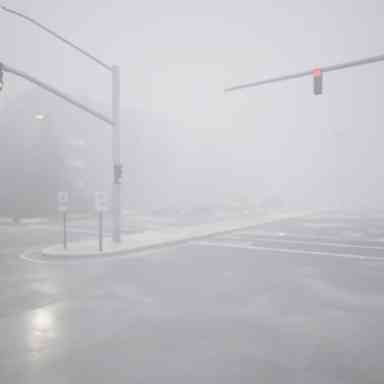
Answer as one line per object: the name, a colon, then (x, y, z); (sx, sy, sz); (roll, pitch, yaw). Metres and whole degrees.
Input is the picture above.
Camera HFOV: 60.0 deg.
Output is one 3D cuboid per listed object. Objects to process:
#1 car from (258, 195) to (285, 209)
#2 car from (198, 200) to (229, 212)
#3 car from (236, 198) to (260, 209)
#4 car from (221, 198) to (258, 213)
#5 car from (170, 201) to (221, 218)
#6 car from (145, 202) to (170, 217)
car: (11.878, 1.407, 49.126); (2.150, 2.045, 5.566); (-1, 0, 35)
car: (2.805, 1.783, 42.298); (1.994, 1.385, 4.181); (-1, 0, 35)
car: (8.564, 1.746, 50.478); (1.812, 1.442, 4.674); (-1, 0, 35)
car: (5.706, 1.537, 40.351); (2.097, 1.767, 4.553); (-1, 0, 35)
car: (0.446, 1.675, 32.873); (2.128, 1.511, 4.902); (-1, 0, 35)
car: (-2.501, 1.765, 34.750); (2.033, 1.411, 5.357); (-1, 0, 35)
